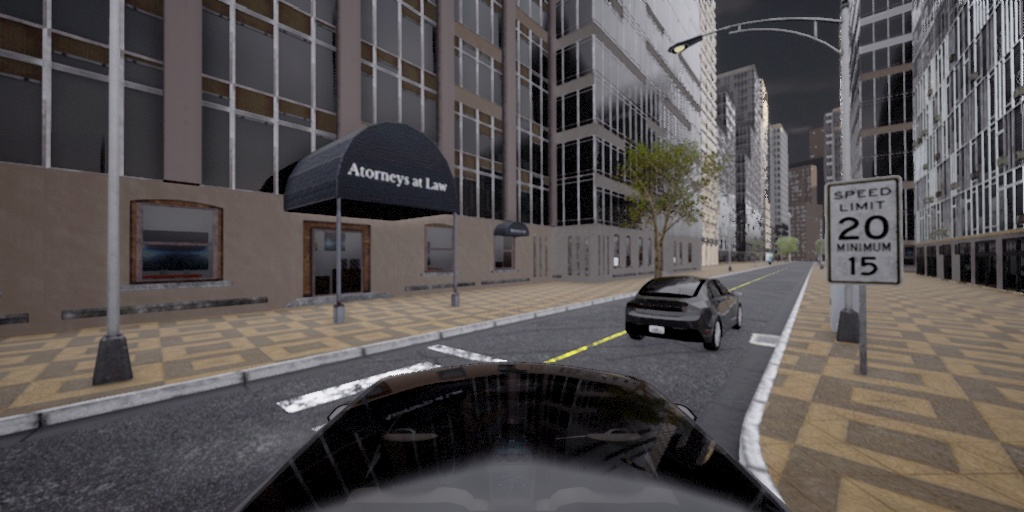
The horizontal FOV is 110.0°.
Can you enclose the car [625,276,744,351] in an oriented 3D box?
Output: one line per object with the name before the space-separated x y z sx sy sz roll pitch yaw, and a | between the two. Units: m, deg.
car | 4.515 1.250 9.158 1.837 1.490 4.892 -1 0 40
